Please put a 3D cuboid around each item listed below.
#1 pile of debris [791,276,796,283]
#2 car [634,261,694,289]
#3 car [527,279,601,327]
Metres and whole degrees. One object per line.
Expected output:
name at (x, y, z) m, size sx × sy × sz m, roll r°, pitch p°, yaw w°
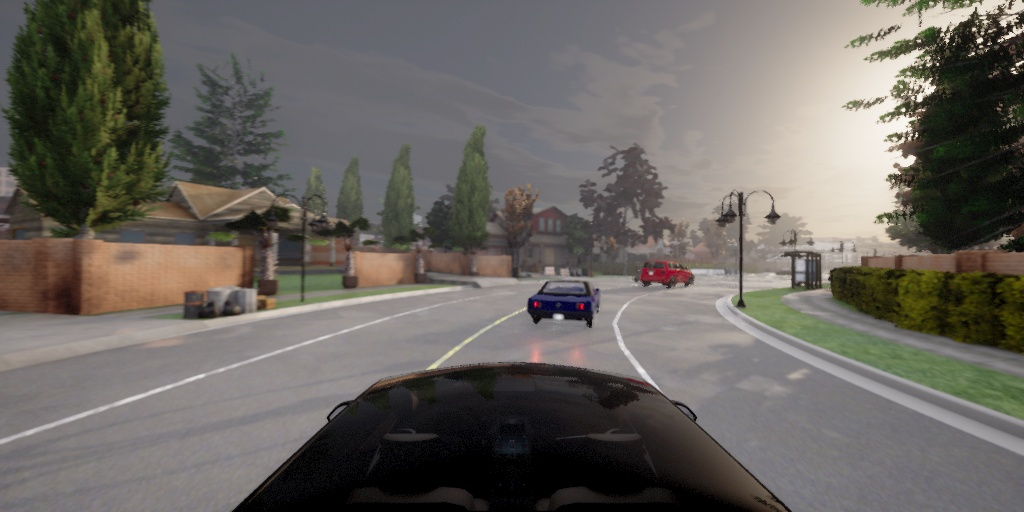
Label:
pile of debris at (35.959, 3.067, 47.355) m, size 1.860 × 0.140 × 1.500 m, roll 0°, pitch 0°, yaw -39°
car at (12.068, 1.409, 27.820) m, size 5.566 × 2.045 × 2.150 m, roll 2°, pitch -1°, yaw -43°
car at (1.970, 1.443, 12.159) m, size 1.895 × 1.301 × 4.718 m, roll 0°, pitch -1°, yaw 17°
